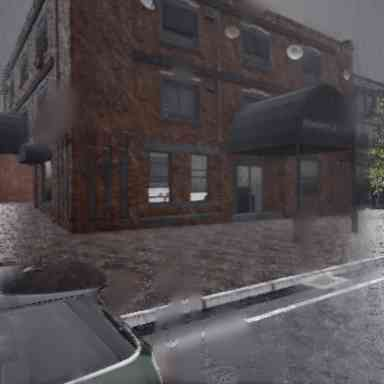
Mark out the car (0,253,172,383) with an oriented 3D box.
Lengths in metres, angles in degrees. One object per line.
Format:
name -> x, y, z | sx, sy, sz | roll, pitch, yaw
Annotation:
car -> -2.315, 1.353, 1.725 | 4.553, 1.767, 2.097 | 0, 0, -35
